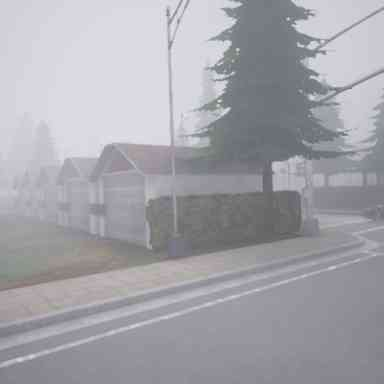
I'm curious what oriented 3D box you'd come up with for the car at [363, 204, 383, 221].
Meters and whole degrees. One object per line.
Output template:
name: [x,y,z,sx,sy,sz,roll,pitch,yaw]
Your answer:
car: [12.820,0.945,19.848,4.674,1.442,1.812,-5,0,37]
